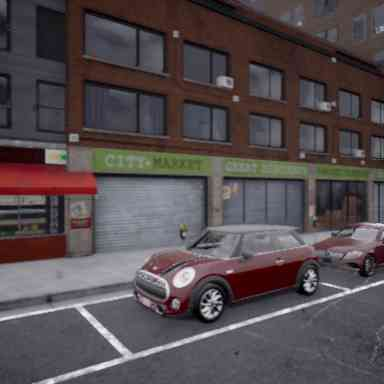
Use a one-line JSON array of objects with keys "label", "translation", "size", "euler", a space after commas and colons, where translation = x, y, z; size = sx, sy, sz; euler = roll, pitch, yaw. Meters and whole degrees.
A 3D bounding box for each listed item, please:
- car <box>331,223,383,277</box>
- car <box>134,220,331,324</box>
[{"label": "car", "translation": [5.409, 1.636, 10.287], "size": [4.206, 1.307, 1.802], "euler": [1, -1, -35]}, {"label": "car", "translation": [0.826, 1.454, 7.094], "size": [4.097, 1.590, 1.967], "euler": [1, -1, -35]}]
